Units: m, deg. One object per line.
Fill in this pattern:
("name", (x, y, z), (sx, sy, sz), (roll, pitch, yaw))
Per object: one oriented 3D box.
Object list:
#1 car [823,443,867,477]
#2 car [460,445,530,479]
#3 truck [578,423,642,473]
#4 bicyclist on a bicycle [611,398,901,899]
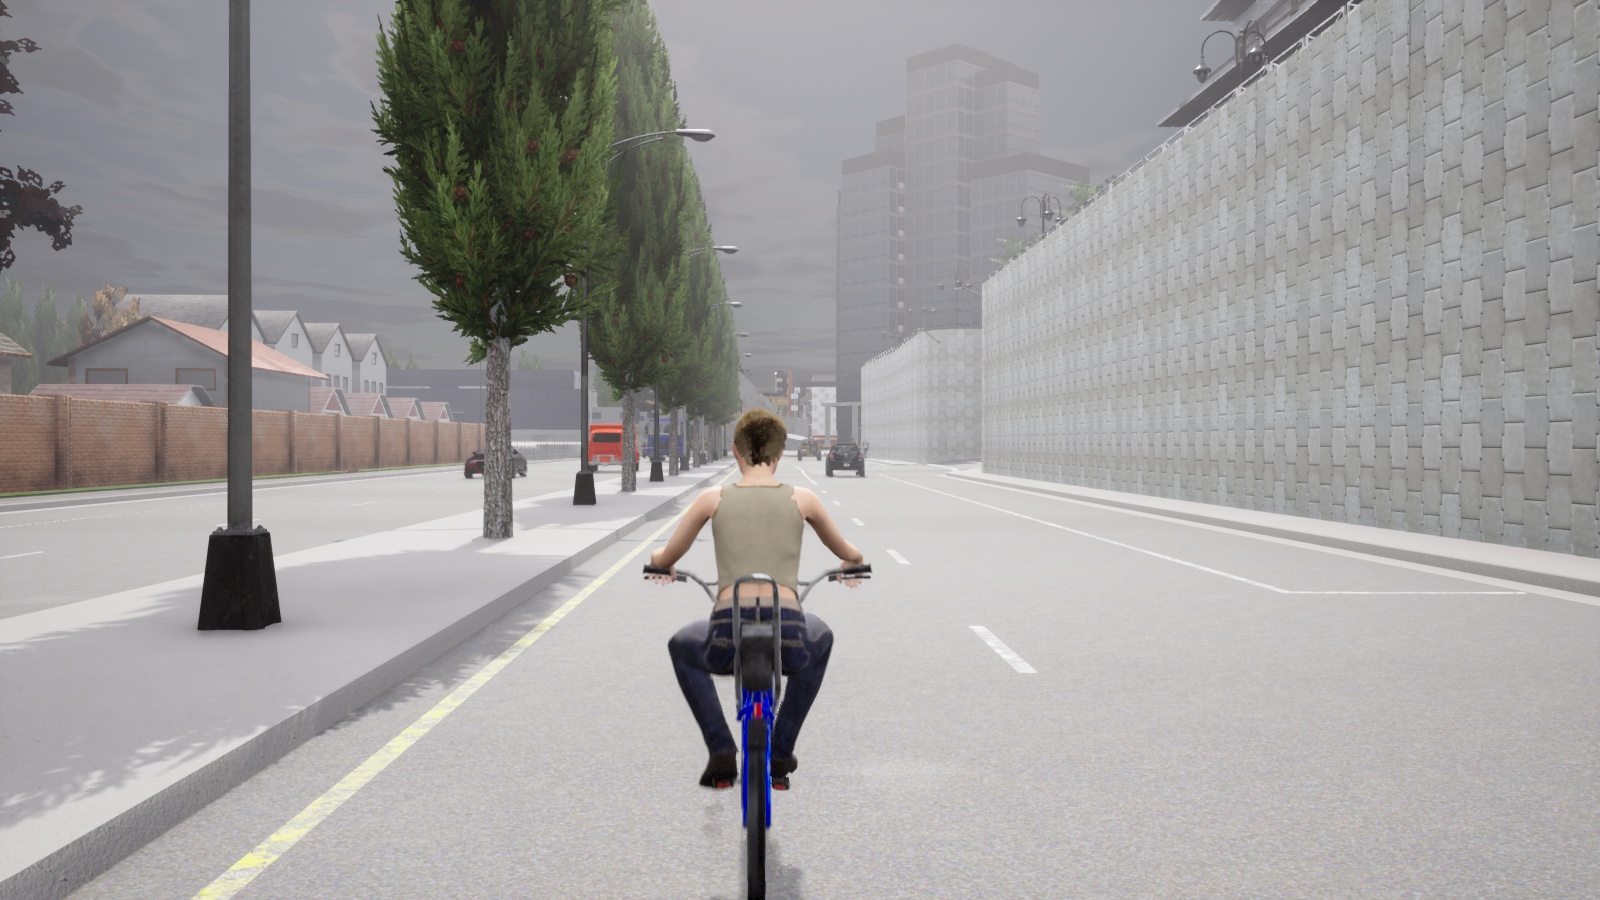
("car", (2.022, 0.452, 57.406), (1.845, 1.501, 3.633), (0, 0, -1))
("car", (-12.884, 0.477, 53.268), (1.994, 1.385, 4.181), (0, 0, -1))
("truck", (-9.664, -0.125, 64.255), (2.627, 2.467, 5.204), (0, 0, -2))
("bicyclist on a bicycle", (-0.154, 0.658, 4.531), (0.866, 1.612, 1.509), (0, 0, -2))
